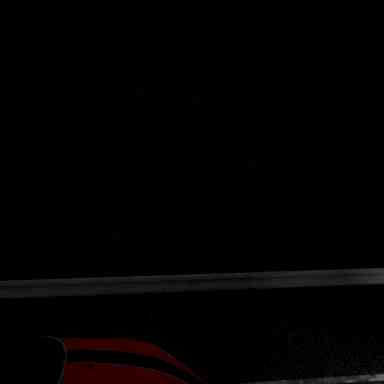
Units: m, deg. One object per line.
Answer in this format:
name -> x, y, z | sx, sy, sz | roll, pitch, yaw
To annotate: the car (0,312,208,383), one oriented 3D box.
car -> -1.885, 1.352, 1.629 | 4.553, 1.767, 2.097 | 0, 0, -6
